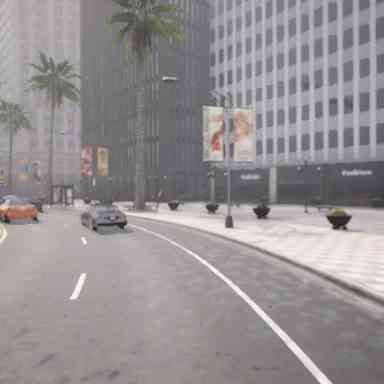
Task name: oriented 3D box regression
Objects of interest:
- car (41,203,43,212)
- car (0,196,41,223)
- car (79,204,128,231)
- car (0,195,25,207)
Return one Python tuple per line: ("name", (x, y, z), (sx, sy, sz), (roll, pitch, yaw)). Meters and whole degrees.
("car", (-17.225, 1.363, 34.894), (1.837, 1.490, 4.892), (-1, 1, -42))
("car", (-13.270, 1.256, 25.109), (2.097, 1.767, 4.553), (-1, 1, -38))
("car", (-5.447, 1.432, 20.044), (2.033, 1.411, 5.357), (-1, 1, -28))
("car", (-26.990, 1.299, 49.711), (2.231, 1.521, 4.892), (-1, 1, -43))
